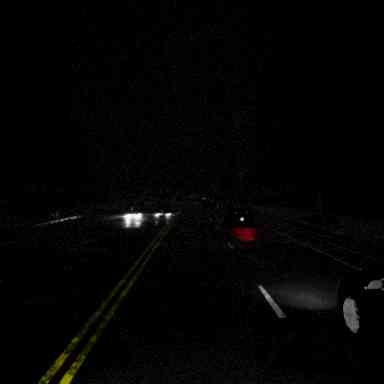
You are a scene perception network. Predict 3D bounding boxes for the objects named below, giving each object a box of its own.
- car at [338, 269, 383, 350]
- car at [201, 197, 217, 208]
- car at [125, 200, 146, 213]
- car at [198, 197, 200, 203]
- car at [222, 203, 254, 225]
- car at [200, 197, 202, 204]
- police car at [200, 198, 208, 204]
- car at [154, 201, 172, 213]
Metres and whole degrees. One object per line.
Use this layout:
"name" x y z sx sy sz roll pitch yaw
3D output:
"car" 3.348 1.503 3.633 1.837 1.490 4.892 0 0 0
"car" 3.250 1.945 58.405 2.163 1.488 4.792 0 -1 0
"car" -6.590 1.668 39.036 2.128 1.511 4.902 0 -1 0
"car" 3.250 2.318 80.385 2.128 1.511 4.902 0 -1 0
"car" 3.349 1.574 24.661 1.837 1.490 4.892 0 0 0
"car" 3.250 2.192 69.378 1.994 1.385 4.181 0 -1 0
"police car" 3.250 2.469 91.502 1.930 1.638 5.238 0 -1 0
"car" -3.343 1.727 39.308 2.033 1.411 5.357 0 -1 0
